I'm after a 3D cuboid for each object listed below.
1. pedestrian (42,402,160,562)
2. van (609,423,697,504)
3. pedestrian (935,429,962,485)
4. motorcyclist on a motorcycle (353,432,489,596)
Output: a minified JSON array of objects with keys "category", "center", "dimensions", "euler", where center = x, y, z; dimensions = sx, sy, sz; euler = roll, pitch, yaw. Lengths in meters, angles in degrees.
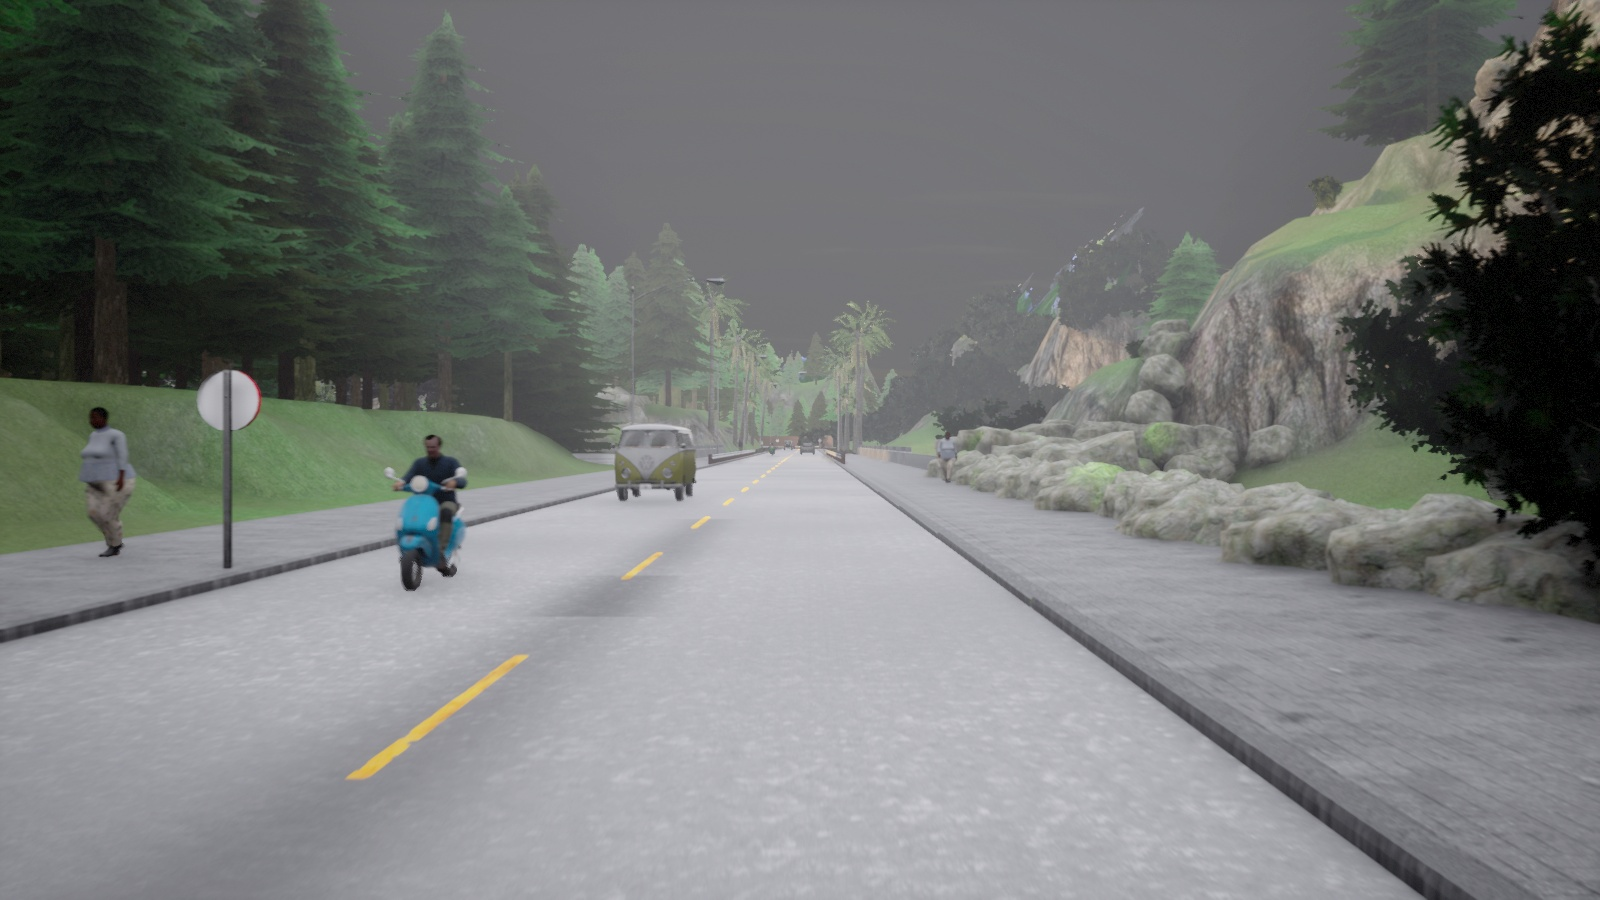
[{"category":"pedestrian","center":[-8.426,0.364,15.157],"dimensions":[0.874,1.855,0.900],"euler":[0,0,24]},{"category":"van","center":[-3.794,0.309,33.023],"dimensions":[1.775,1.987,4.442],"euler":[0,0,0]},{"category":"pedestrian","center":[5.019,0.222,42.376],"dimensions":[0.874,1.855,0.900],"euler":[0,0,5]},{"category":"motorcyclist on a motorcycle","center":[-3.909,0.622,13.122],"dimensions":[0.866,1.590,1.817],"euler":[0,0,0]}]
